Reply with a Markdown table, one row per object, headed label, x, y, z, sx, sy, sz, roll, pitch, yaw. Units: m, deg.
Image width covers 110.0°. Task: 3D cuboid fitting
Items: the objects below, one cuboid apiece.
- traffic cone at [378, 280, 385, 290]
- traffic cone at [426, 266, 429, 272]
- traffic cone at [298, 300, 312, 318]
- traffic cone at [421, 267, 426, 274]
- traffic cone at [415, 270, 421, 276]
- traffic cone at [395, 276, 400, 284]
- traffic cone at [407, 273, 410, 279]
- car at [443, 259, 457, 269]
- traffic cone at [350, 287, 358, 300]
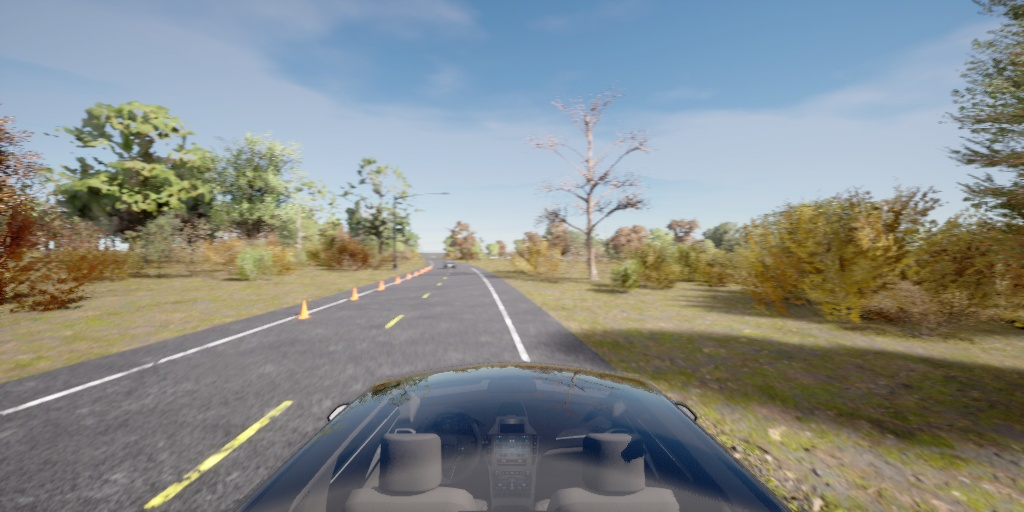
| label | x | y | z | sx | sy | sz | roll | pitch | yaw |
| --- | --- | --- | --- | --- | --- | --- | --- | --- | --- |
| traffic cone | -7.903 | 1.746 | 21.747 | 0.340 | 0.580 | 0.340 | 0 | 0 | -6 |
| traffic cone | -11.193 | 1.756 | 46.404 | 0.340 | 0.580 | 0.340 | 0 | 0 | -9 |
| traffic cone | -6.858 | 1.738 | 11.851 | 0.340 | 0.580 | 0.340 | 0 | 0 | -6 |
| traffic cone | -10.458 | 1.756 | 41.483 | 0.340 | 0.580 | 0.340 | 0 | 0 | -8 |
| traffic cone | -9.761 | 1.754 | 36.557 | 0.340 | 0.580 | 0.340 | 0 | 0 | -8 |
| traffic cone | -8.484 | 1.750 | 26.688 | 0.340 | 0.580 | 0.340 | 0 | 0 | -7 |
| traffic cone | -9.103 | 1.752 | 31.625 | 0.340 | 0.580 | 0.340 | 0 | 0 | -7 |
| car | -9.761 | 1.280 | 56.389 | 2.128 | 1.511 | 4.902 | 0 | 0 | -10 |
| traffic cone | -7.361 | 1.742 | 16.801 | 0.340 | 0.580 | 0.340 | 0 | 0 | -6 |
